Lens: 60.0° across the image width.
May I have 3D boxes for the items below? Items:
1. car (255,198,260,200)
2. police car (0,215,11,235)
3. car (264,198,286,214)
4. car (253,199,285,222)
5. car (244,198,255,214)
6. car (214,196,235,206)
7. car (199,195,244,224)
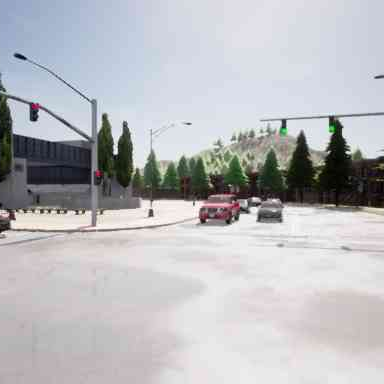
[{"bbox_3d":[9.652,1.547,50.798,2.033,1.411,5.357,0,0,-8],"label":"car"},{"bbox_3d":[-11.746,1.509,16.767,4.974,1.542,2.038,0,0,18],"label":"police car"},{"bbox_3d":[8.833,1.491,35.887,2.128,1.511,4.902,0,0,12],"label":"car"},{"bbox_3d":[6.320,1.505,26.682,1.837,1.490,4.892,0,0,17],"label":"car"},{"bbox_3d":[5.270,1.547,35.488,2.033,1.411,5.357,0,0,15],"label":"car"},{"bbox_3d":[5.305,1.477,55.289,1.882,1.535,5.008,0,0,-14],"label":"car"},{"bbox_3d":[2.201,1.221,25.144,2.150,2.045,5.566,0,0,18],"label":"car"}]
